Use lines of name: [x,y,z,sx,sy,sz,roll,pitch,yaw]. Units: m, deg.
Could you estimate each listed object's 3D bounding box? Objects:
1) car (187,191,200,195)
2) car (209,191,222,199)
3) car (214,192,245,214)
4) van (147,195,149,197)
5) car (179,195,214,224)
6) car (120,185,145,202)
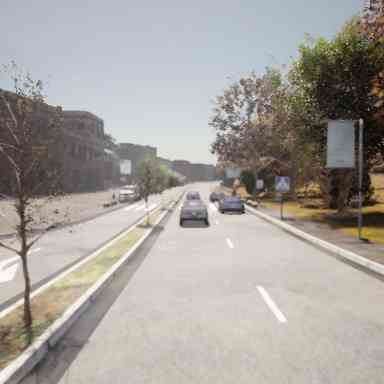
car: [0.151,0.512,43.333,2.033,1.411,5.357,0,2,0]
car: [3.302,0.530,43.331,1.994,1.385,4.181,0,2,0]
car: [3.284,1.018,28.407,1.994,1.385,4.181,0,2,0]
van: [-8.060,0.018,49.460,1.878,1.987,4.442,0,2,0]
car: [0.117,1.211,21.884,2.033,1.411,5.357,0,2,0]
car: [-8.096,0.175,44.005,2.435,2.045,5.566,0,2,0]
